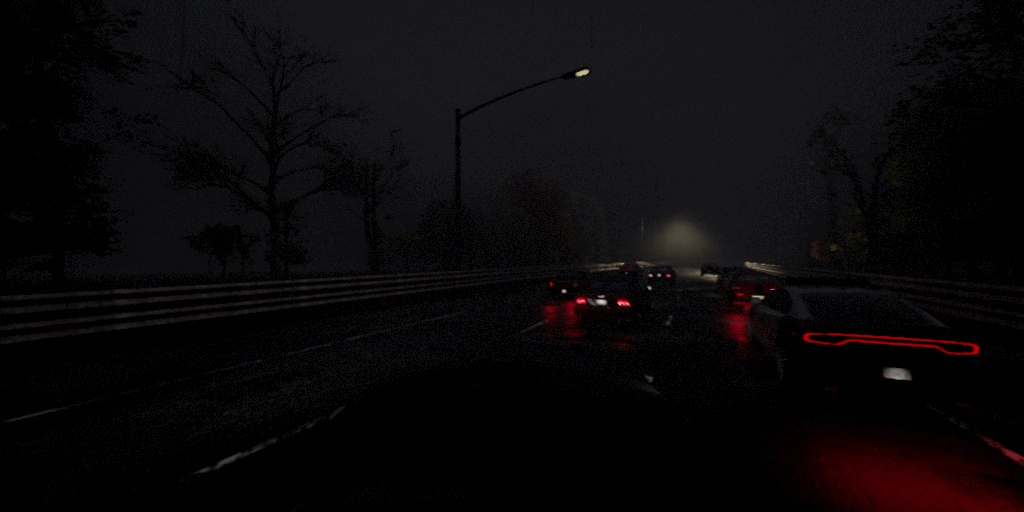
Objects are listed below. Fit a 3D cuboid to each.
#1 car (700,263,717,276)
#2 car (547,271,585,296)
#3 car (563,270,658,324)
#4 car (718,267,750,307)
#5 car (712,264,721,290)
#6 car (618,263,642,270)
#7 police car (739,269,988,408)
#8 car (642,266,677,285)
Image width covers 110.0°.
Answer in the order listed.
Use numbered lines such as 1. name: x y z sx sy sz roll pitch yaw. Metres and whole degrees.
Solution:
1. car: 22.668 1.502 40.973 1.882 1.535 5.008 -1 -1 30
2. car: 3.634 1.501 20.107 1.895 1.301 4.718 -1 -1 27
3. car: 3.671 1.378 12.465 2.033 1.411 5.357 -1 -1 26
4. car: 10.060 1.355 15.256 1.812 1.442 4.674 -1 -1 27
5. car: 12.777 1.373 20.521 1.837 1.490 4.892 -1 -1 28
6. car: 11.841 1.491 35.657 1.882 1.535 5.008 -1 0 28
7. police car: 5.669 1.194 6.535 1.930 1.638 5.238 -1 -1 26
8. car: 12.021 1.493 28.605 2.033 1.411 5.357 -1 -1 28
